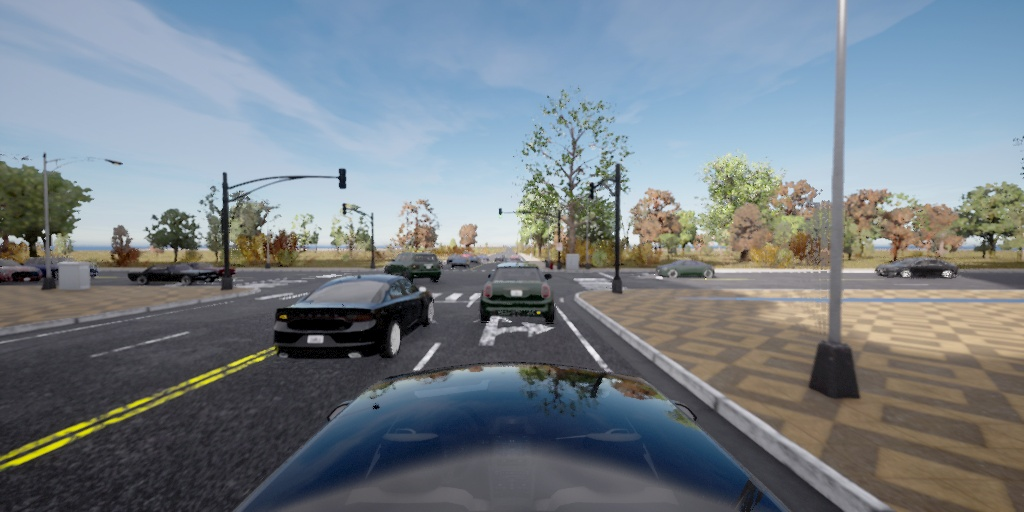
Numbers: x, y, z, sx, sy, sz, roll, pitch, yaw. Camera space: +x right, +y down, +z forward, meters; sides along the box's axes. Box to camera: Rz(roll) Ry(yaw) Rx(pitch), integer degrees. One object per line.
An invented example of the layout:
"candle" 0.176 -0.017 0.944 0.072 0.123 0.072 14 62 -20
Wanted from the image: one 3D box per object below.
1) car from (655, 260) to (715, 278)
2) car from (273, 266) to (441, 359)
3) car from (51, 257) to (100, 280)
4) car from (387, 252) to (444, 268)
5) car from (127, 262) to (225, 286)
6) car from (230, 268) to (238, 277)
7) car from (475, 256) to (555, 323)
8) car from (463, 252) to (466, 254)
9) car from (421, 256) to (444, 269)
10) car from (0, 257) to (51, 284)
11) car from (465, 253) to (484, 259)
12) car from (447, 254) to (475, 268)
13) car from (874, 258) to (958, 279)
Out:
"car" 13.437 0.983 27.978 4.181 1.385 1.994 0 1 3
"car" -3.150 1.156 8.218 1.882 1.535 5.008 0 1 0
"car" -34.382 0.880 27.227 4.553 1.767 2.097 0 1 3
"car" -6.976 0.762 25.016 2.150 2.045 5.566 -1 2 -38
"car" -21.938 1.208 23.433 4.718 1.301 1.895 0 1 3
"car" -23.342 1.124 26.747 4.718 1.301 1.895 0 1 3
"car" 0.253 0.992 11.780 2.097 1.767 4.553 0 1 3
"car" -9.471 0.445 59.686 2.097 1.767 4.553 0 1 2
"car" -9.777 0.799 44.433 1.812 1.442 4.674 0 1 1
"car" -34.553 0.964 23.983 4.553 1.767 2.097 0 1 3
"car" -6.246 0.654 58.652 2.033 1.411 5.357 0 1 2
"car" -6.493 0.801 46.171 2.033 1.411 5.357 0 1 1
"car" 30.528 0.914 27.164 4.892 1.490 1.837 0 1 3
